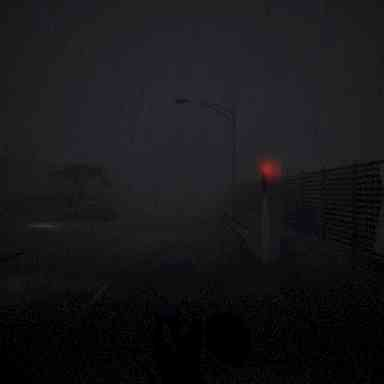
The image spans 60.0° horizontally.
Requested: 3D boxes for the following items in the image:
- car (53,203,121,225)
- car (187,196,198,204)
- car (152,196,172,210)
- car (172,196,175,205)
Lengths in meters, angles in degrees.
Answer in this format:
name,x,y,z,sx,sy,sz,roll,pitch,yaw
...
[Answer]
name,x,y,z,sx,sy,sz,roll,pitch,yaw
car,-7.504,1.526,24.043,4.674,1.442,1.812,0,2,-32
car,0.094,1.505,63.222,1.837,1.490,4.892,0,0,0
car,-4.034,1.564,43.424,1.994,1.385,4.181,0,0,0
car,-3.998,1.478,57.904,1.882,1.535,5.008,0,0,0
